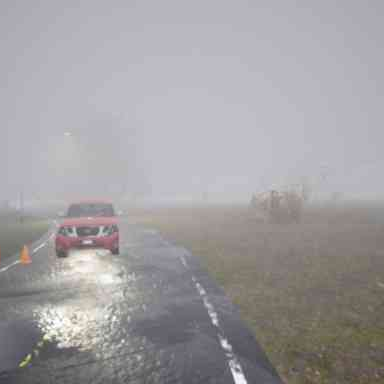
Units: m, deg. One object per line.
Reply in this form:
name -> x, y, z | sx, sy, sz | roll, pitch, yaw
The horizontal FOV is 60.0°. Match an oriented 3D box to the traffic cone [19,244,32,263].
traffic cone -> -5.595, 2.057, 11.165 | 0.340, 0.580, 0.340 | 0, 0, -11

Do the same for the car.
car -> -4.136, 1.334, 13.778 | 2.150, 2.045, 5.566 | 0, 0, -14
